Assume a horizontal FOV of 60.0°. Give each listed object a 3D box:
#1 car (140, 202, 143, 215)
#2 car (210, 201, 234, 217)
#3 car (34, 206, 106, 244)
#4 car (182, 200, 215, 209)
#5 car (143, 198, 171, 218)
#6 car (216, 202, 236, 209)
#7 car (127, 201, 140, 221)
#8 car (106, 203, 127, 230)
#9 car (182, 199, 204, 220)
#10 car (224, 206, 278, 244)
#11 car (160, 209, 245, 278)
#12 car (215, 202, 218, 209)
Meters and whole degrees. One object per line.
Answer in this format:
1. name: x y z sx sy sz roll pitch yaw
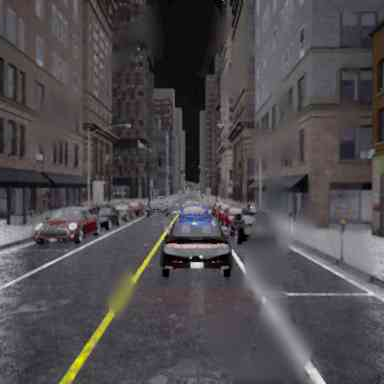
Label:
1. car: -5.702 1.583 32.223 1.887 1.381 4.507 -1 0 0
2. car: 2.823 1.583 32.204 1.887 1.381 4.507 -1 0 0
3. car: -5.741 1.457 15.707 1.967 1.590 4.097 -1 0 0
4. car: 0.144 1.500 19.803 1.882 1.535 5.008 0 0 0
5. car: -2.934 1.341 29.839 1.837 1.490 4.892 0 0 0
6. car: 2.798 1.569 21.193 1.887 1.381 4.507 -1 0 0
7. car: -5.714 1.582 26.718 2.008 1.369 4.403 -1 0 0
8. car: -5.727 1.590 21.213 1.947 1.339 4.313 -1 0 0
9. car: 0.069 1.492 30.136 1.801 1.575 5.366 0 0 0
10. car: 2.786 1.583 15.688 1.947 1.339 4.313 -1 0 0
11. car: 0.122 1.500 10.172 2.128 1.511 4.902 0 0 0
12. car: 2.811 1.576 26.698 1.887 1.381 4.507 -1 0 0
